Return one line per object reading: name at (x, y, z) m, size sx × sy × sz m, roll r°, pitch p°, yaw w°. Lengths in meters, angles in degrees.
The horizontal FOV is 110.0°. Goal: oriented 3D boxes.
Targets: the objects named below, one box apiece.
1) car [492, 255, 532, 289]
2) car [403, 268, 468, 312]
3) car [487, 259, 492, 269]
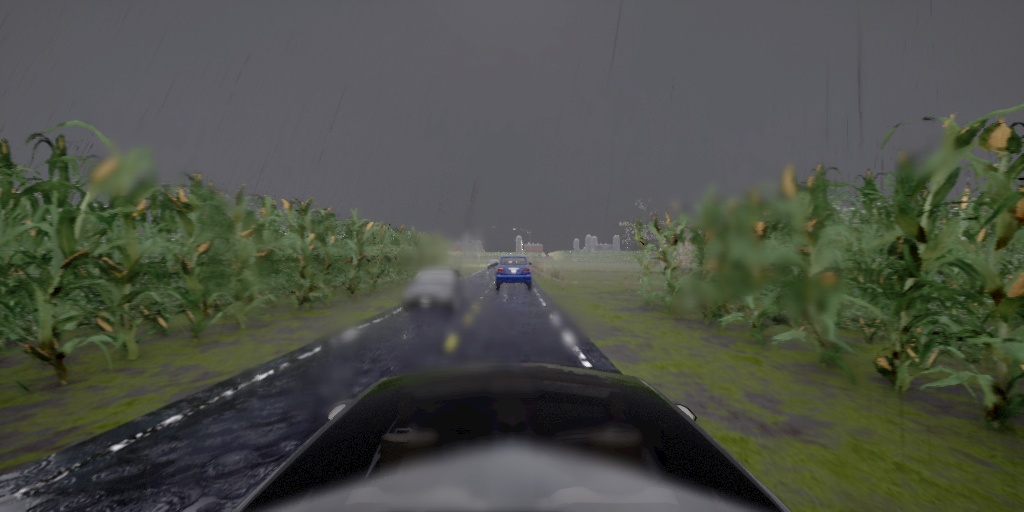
car at (0.099, 0.963, 22.876) m, size 2.150 × 2.045 × 5.566 m, roll 0°, pitch 0°, yaw 0°
car at (-2.851, 1.252, 14.226) m, size 1.837 × 1.490 × 4.892 m, roll 0°, pitch 0°, yaw 0°
car at (-2.822, 1.205, 54.844) m, size 1.837 × 1.490 × 4.892 m, roll 0°, pitch 0°, yaw 0°
